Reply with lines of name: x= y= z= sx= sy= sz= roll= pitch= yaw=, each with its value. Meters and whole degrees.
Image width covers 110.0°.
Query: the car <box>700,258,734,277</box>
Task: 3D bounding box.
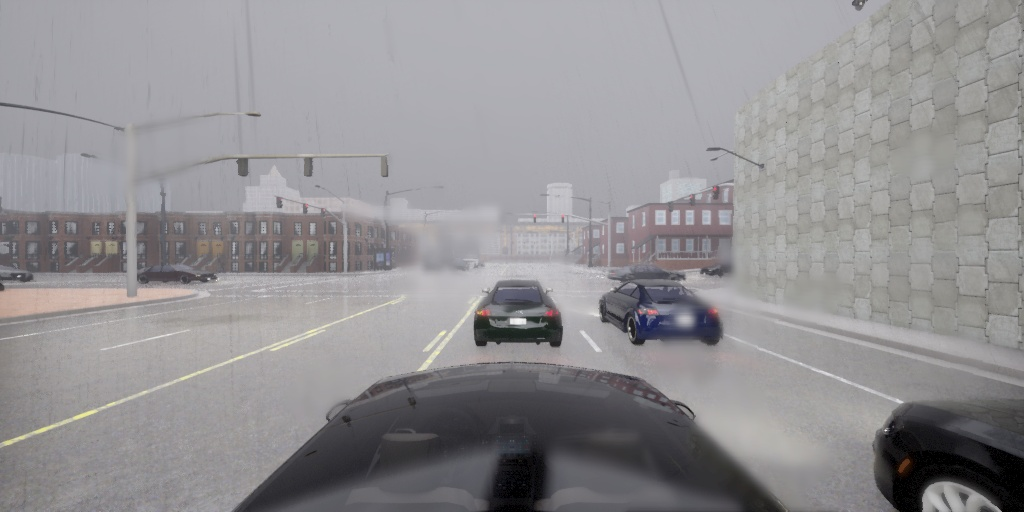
car: x=18.535 y=0.854 z=29.630 sx=5.357 sy=1.411 sz=2.033 roll=-5 pitch=0 yaw=1

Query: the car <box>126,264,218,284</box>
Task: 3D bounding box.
car: x=-24.888 y=1.297 z=26.319 sx=5.357 sy=1.411 sz=2.033 roll=0 pitch=0 yaw=0

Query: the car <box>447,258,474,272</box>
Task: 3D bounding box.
car: x=-6.551 y=1.297 z=46.197 sx=2.033 sy=1.411 sz=5.357 roll=0 pitch=0 yaw=1

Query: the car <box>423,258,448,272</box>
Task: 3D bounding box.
car: x=-10.047 y=1.297 z=46.469 sx=2.033 sy=1.411 sz=5.357 roll=0 pitch=0 yaw=1

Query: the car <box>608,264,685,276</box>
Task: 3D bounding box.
car: x=9.665 y=1.284 z=26.010 sx=5.357 sy=1.411 sz=2.033 roll=-1 pitch=0 yaw=1

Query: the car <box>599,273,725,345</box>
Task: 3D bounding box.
car: x=3.668 y=1.314 z=9.536 sx=1.994 sy=1.385 sz=4.181 roll=0 pitch=0 yaw=1

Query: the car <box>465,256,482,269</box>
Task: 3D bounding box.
car: x=-6.423 y=0.971 z=56.588 sx=2.150 sy=2.045 sz=5.566 roll=0 pitch=0 yaw=1

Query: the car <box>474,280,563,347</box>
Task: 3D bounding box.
car: x=0.164 y=1.314 z=9.377 sx=1.994 sy=1.385 sz=4.181 roll=0 pitch=0 yaw=1

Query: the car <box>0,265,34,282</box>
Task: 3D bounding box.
car: x=-38.311 y=1.312 z=26.443 sx=4.181 sy=1.385 sz=1.994 roll=0 pitch=0 yaw=1

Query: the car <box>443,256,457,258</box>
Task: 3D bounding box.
car: x=-9.920 y=0.971 z=56.699 sx=2.150 sy=2.045 sz=5.566 roll=0 pitch=0 yaw=1

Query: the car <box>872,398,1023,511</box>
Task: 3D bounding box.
car: x=3.584 y=1.255 z=0.624 sx=1.837 sy=1.490 sz=4.892 roll=0 pitch=0 yaw=1

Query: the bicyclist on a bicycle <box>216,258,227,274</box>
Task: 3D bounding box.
bicyclist on a bicycle: x=-30.389 y=1.053 z=37.354 sx=0.582 sy=1.620 sz=1.656 roll=0 pitch=0 yaw=1
